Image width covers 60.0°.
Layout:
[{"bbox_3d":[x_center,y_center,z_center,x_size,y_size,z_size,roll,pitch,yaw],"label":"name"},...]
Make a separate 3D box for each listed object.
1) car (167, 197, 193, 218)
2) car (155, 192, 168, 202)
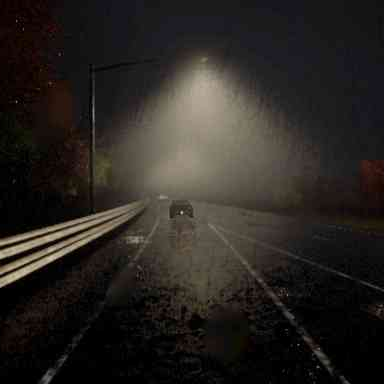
[{"bbox_3d":[-0.984,1.372,28.756,1.837,1.490,4.892,0,0,-4],"label":"car"},{"bbox_3d":[-5.598,1.127,64.873,1.812,1.442,4.674,0,0,-10],"label":"car"}]
